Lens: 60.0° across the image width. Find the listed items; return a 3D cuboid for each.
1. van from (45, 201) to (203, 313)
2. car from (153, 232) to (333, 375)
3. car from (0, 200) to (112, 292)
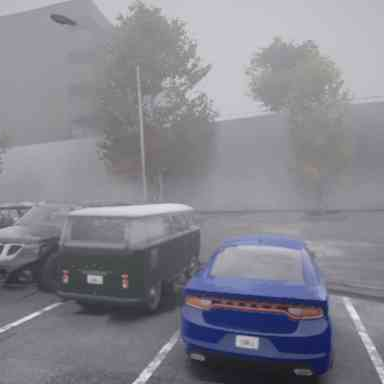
[{"bbox_3d":[-1.064,1.292,7.875,1.878,1.987,4.442,0,-1,17],"label":"van"},{"bbox_3d":[1.306,1.507,5.966,2.097,1.535,5.008,0,-1,17],"label":"car"},{"bbox_3d":[-3.505,1.274,9.524,2.435,2.045,5.566,0,-1,17],"label":"car"}]
